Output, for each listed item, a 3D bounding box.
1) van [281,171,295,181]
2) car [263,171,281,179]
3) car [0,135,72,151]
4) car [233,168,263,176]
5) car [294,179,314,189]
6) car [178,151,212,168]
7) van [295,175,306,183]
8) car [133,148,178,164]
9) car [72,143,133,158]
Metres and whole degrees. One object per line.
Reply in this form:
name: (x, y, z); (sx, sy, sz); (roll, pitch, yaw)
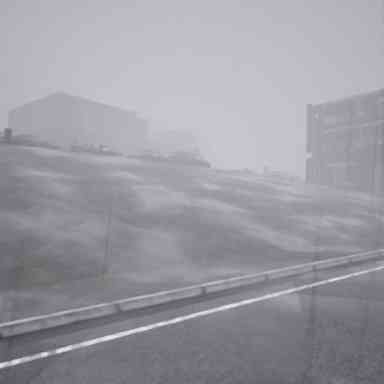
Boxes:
van: (14.375, -2.251, 53.641); (1.878, 1.987, 4.442); (1, -2, 39)
car: (10.766, -2.267, 49.258); (2.002, 1.452, 4.674); (1, -2, 40)
car: (-11.982, -3.475, 25.061); (4.674, 1.452, 2.002); (2, -1, -43)
car: (7.184, -2.521, 45.036); (2.002, 1.452, 4.674); (1, -2, 41)
car: (21.048, -1.393, 62.346); (2.163, 1.488, 4.792); (1, -3, 37)
car: (-0.184, -3.255, 36.834); (2.435, 2.045, 5.566); (1, -2, 44)
van: (17.780, -1.954, 57.999); (1.878, 1.987, 4.442); (1, -3, 38)
car: (-4.079, -3.322, 32.794); (2.185, 1.767, 4.553); (1, -1, 45)
car: (-8.064, -3.366, 28.807); (4.892, 1.521, 2.231); (2, -1, -44)
